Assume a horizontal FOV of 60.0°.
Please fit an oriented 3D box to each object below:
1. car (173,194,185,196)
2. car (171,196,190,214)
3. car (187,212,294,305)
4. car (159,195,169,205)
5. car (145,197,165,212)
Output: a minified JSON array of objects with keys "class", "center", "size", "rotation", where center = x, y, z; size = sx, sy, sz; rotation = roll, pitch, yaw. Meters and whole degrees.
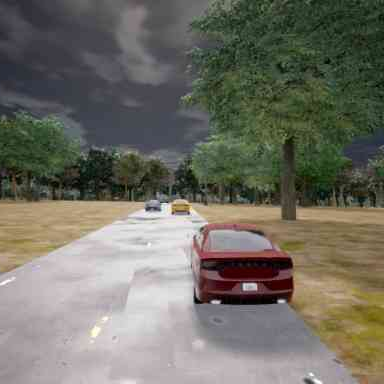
[{"class":"car","center":[-1.774,1.357,46.394],"size":[2.150,2.045,5.566],"rotation":[0,0,-3]},{"class":"car","center":[-1.248,1.548,35.886],"size":[1.882,1.535,5.008],"rotation":[0,0,-3]},{"class":"car","center":[0.933,1.477,8.186],"size":[1.882,1.535,5.008],"rotation":[0,0,-1]},{"class":"car","center":[-5.843,1.544,67.484],"size":[2.150,2.045,5.566],"rotation":[0,-1,-3]},{"class":"car","center":[-4.667,1.644,40.529],"size":[2.033,1.411,5.357],"rotation":[0,0,-3]}]
